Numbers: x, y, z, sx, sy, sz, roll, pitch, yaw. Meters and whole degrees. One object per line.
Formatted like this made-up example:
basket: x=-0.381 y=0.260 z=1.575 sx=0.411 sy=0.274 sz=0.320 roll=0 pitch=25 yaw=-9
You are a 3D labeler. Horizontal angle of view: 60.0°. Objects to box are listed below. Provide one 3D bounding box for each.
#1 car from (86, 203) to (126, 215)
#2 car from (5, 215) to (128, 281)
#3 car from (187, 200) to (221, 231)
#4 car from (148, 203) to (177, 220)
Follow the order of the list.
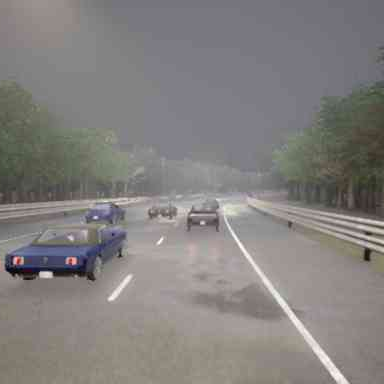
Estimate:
car: x=-6.106 y=1.485 z=23.852 sx=1.812 sy=1.442 sz=4.674 roll=0 pitch=0 yaw=3
car: x=-3.232 y=1.581 z=9.729 sx=1.895 sy=1.301 sz=4.718 roll=0 pitch=0 yaw=2
car: x=0.708 y=1.463 z=20.450 sx=2.128 sy=1.511 sz=4.902 roll=0 pitch=0 yaw=3
car: x=-2.339 y=1.564 z=27.942 sx=1.895 sy=1.301 sz=4.718 roll=0 pitch=0 yaw=4
